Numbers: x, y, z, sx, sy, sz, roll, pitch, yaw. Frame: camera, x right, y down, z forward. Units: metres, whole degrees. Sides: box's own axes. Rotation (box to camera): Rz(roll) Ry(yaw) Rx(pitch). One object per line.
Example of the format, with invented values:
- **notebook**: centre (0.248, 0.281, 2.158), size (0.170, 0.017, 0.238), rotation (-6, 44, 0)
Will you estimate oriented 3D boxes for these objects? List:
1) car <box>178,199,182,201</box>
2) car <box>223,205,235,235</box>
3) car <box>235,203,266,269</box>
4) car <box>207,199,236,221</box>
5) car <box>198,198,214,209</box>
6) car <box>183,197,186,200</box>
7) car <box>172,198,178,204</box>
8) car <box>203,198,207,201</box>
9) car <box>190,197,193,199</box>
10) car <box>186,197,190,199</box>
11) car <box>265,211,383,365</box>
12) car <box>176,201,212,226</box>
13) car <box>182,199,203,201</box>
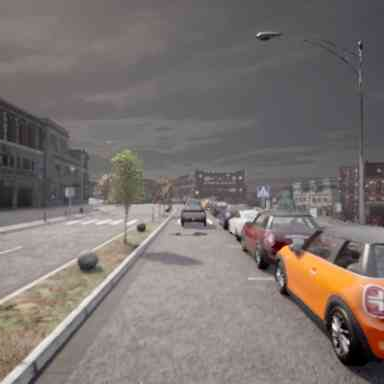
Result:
- **car**: centre (-1.255, 2.197, 83.489), size (2.435, 2.045, 5.566), rotation (0, -1, -10)
- **car**: centre (2.996, 1.634, 17.255), size (2.002, 1.452, 4.674), rotation (0, 0, 0)
- **car**: centre (2.996, 1.428, 11.580), size (2.185, 1.767, 4.553), rotation (0, 0, 0)
- **car**: centre (2.995, 1.717, 33.689), size (2.231, 1.521, 4.892), rotation (0, 0, 0)
- **car**: centre (2.292, 1.871, 55.813), size (2.185, 1.767, 4.553), rotation (0, -1, -4)
- **car**: centre (-0.317, 2.203, 77.957), size (2.185, 1.767, 4.553), rotation (0, -1, -9)
- **car**: centre (-3.479, 2.792, 94.297), size (2.002, 1.452, 4.674), rotation (0, -2, -12)
- **car**: centre (2.873, 1.883, 44.755), size (2.002, 1.452, 4.674), rotation (0, -1, -1)
- **car**: centre (1.213, 2.193, 67.005), size (2.002, 1.452, 4.674), rotation (0, -1, -6)
- **car**: centre (0.524, 2.231, 72.382), size (2.231, 1.521, 4.892), rotation (0, -1, -7)
- **car**: centre (2.997, 1.392, 6.059), size (2.185, 1.767, 4.553), rotation (0, 0, 0)
- **car**: centre (0.107, 1.663, 24.998), size (2.128, 1.511, 4.902), rotation (0, 0, 0)
- **car**: centre (-0.008, 1.925, 41.930), size (1.895, 1.301, 4.718), rotation (0, -1, -1)
